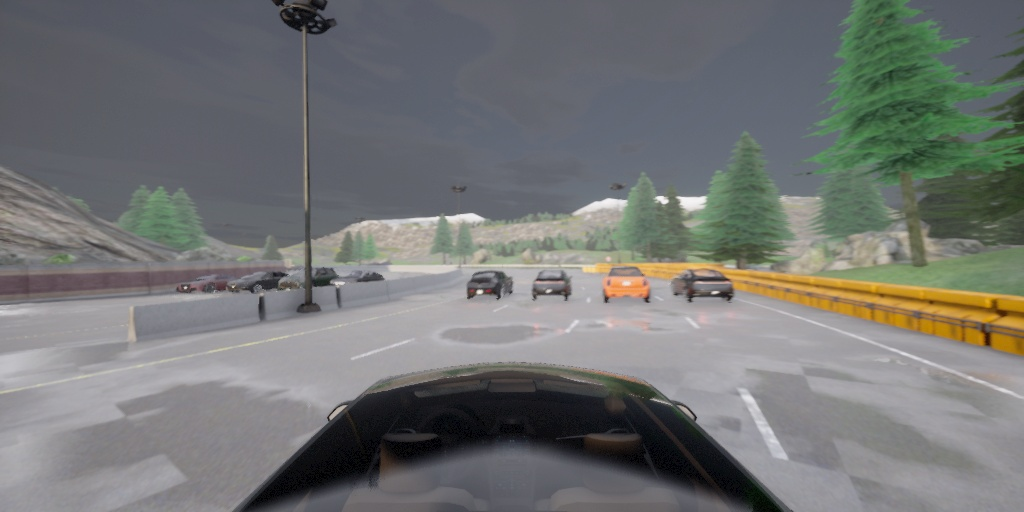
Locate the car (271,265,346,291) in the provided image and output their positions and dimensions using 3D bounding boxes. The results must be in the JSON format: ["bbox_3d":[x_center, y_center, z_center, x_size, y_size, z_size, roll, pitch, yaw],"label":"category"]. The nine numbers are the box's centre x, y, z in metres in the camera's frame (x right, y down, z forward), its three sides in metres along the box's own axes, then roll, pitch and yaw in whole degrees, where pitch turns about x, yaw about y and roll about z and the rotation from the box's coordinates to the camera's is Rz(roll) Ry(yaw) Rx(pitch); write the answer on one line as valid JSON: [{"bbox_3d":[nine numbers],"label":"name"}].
[{"bbox_3d":[-14.490,1.655,25.903,2.097,1.767,4.553,-1,-1,8],"label":"car"}]

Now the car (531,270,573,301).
[{"bbox_3d":[2.212,1.490,19.345,2.128,1.511,4.902,-1,-1,11],"label":"car"}]

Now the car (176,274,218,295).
[{"bbox_3d":[-21.559,1.989,25.979,1.994,1.385,4.181,-2,-2,9],"label":"car"}]

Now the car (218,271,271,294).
[{"bbox_3d":[-18.003,1.854,25.993,1.837,1.490,4.892,-1,-2,8],"label":"car"}]

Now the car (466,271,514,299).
[{"bbox_3d":[-1.144,1.569,20.367,1.837,1.490,4.892,-1,0,11],"label":"car"}]

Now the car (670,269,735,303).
[{"bbox_3d":[9.058,1.357,17.416,2.128,1.511,4.902,-1,-1,13],"label":"car"}]

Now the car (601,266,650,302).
[{"bbox_3d":[5.660,1.282,18.284,2.097,1.767,4.553,-1,-1,13],"label":"car"}]

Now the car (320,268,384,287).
[{"bbox_3d":[-10.980,1.755,25.718,2.128,1.511,4.902,-1,-1,8],"label":"car"}]
